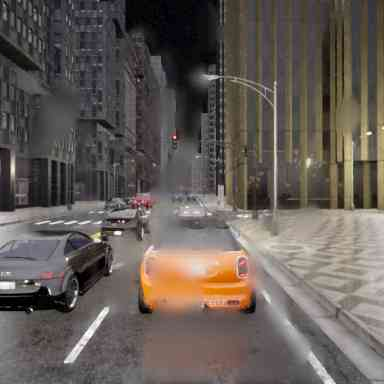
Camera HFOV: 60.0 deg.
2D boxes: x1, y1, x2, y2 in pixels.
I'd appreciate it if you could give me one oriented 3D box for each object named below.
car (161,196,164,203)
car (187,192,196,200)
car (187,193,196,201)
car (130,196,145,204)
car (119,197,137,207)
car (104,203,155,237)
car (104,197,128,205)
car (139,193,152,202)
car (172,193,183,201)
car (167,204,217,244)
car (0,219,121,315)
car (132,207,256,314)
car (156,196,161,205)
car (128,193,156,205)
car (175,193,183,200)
[{"bbox_3d":[-6.608,1.405,65.552,2.033,1.411,5.357,0,0,1],"label":"car"},{"bbox_3d":[-0.097,0.980,84.295,2.097,1.767,4.553,0,0,0],"label":"car"},{"bbox_3d":[-0.086,1.344,74.321,1.812,1.442,4.674,0,0,0],"label":"car"},{"bbox_3d":[-9.888,1.477,60.290,1.895,1.301,4.718,0,0,0],"label":"car"},{"bbox_3d":[-9.905,1.471,51.588,1.994,1.385,4.181,0,0,0],"label":"car"},{"bbox_3d":[-3.166,1.494,16.570,1.837,1.490,4.892,0,0,0],"label":"car"},{"bbox_3d":[-9.897,1.440,42.675,1.837,1.490,4.892,0,0,0],"label":"car"},{"bbox_3d":[-9.832,1.196,70.400,2.097,1.767,4.553,0,0,0],"label":"car"},{"bbox_3d":[-3.336,1.175,74.286,2.097,1.767,4.553,0,0,0],"label":"car"},{"bbox_3d":[0.013,1.480,16.777,2.128,1.511,4.902,0,0,1],"label":"car"},{"bbox_3d":[-3.164,1.562,7.674,1.994,1.385,4.181,0,0,0],"label":"car"},{"bbox_3d":[0.095,1.350,7.771,2.097,1.767,4.553,0,0,0],"label":"car"},{"bbox_3d":[-6.649,1.421,54.941,1.812,1.442,4.674,0,0,0],"label":"car"},{"bbox_3d":[-6.623,1.151,44.790,2.150,2.045,5.566,0,0,2],"label":"car"},{"bbox_3d":[-3.347,1.125,84.322,1.837,1.490,4.892,0,0,0],"label":"car"}]
